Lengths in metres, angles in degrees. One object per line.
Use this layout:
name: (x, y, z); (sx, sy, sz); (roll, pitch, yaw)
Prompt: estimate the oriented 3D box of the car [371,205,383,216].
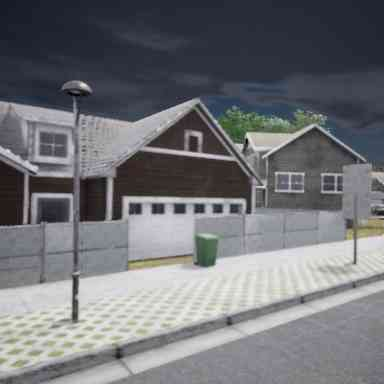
car: (24.253, 2.412, 41.767); (1.837, 1.490, 4.892); (1, -2, -5)
